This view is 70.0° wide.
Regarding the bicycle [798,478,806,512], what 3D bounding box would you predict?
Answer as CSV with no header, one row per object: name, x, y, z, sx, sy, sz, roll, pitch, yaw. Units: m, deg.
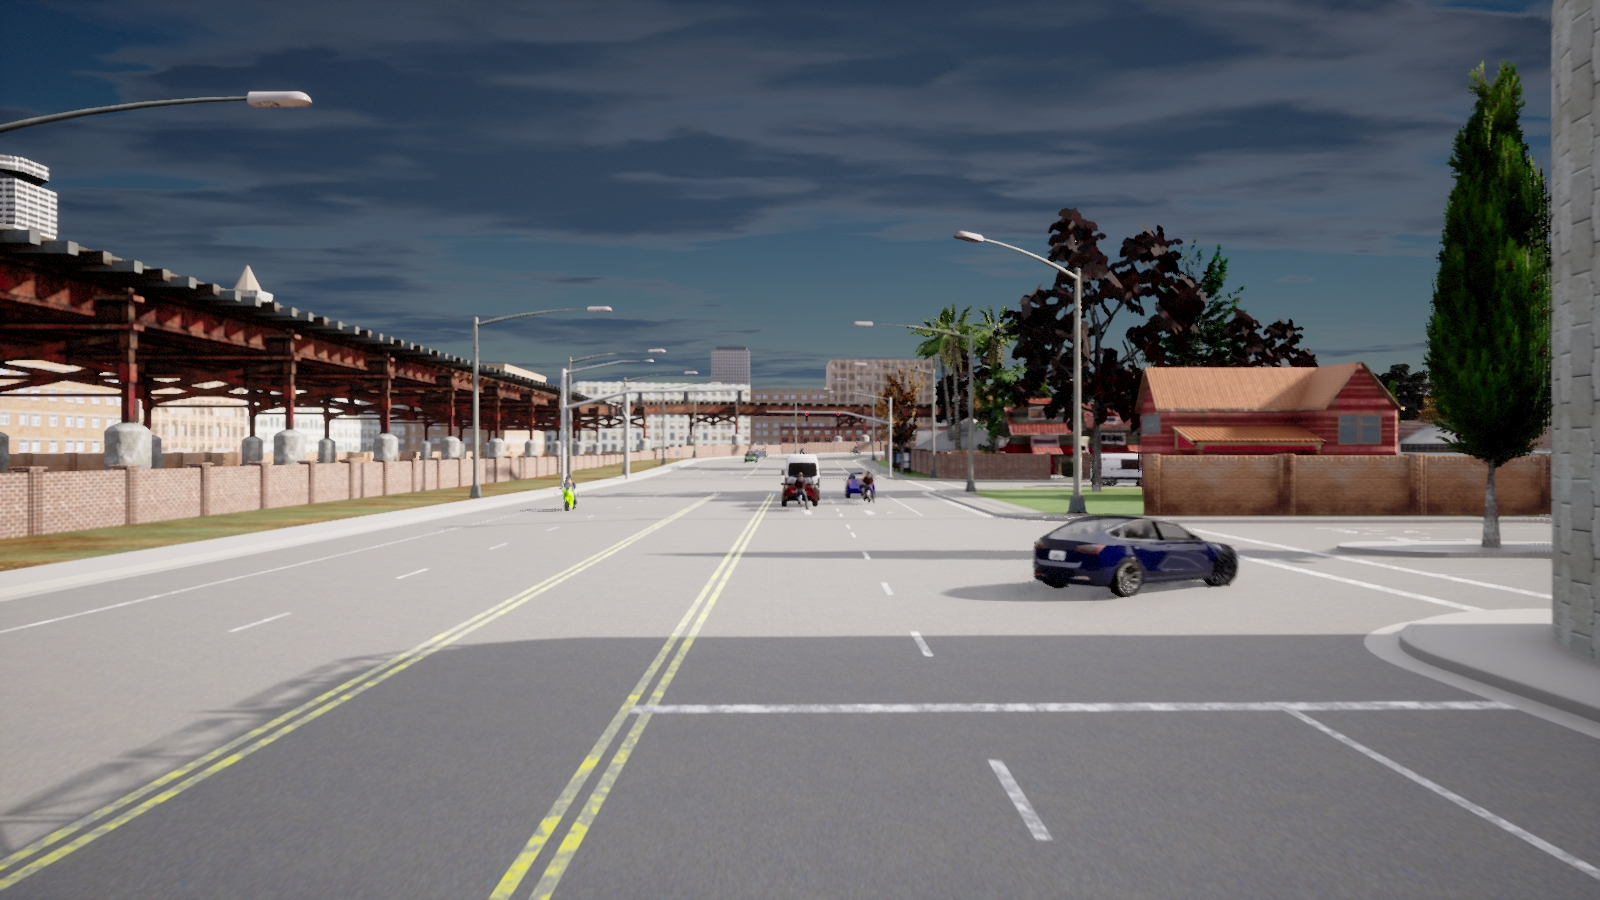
bicycle,0.071,2.040,52.411,0.329,1.496,1.835,-1,0,0

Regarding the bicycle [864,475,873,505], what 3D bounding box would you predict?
bicycle,3.531,2.042,58.694,0.329,1.496,1.835,0,0,0

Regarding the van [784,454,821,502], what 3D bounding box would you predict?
van,0.093,1.528,64.597,1.988,2.561,5.915,0,0,-1

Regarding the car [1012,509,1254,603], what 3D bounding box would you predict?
car,6.804,2.060,23.186,4.792,1.488,2.163,0,0,-35

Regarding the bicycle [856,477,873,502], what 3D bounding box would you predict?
bicycle,3.522,2.139,62.323,0.859,1.301,1.487,0,0,-1

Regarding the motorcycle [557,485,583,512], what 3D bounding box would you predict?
motorcycle,-10.476,2.207,52.131,0.803,1.145,2.033,0,0,0

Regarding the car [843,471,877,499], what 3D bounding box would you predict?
car,3.492,2.031,66.918,1.845,1.501,3.633,0,0,0

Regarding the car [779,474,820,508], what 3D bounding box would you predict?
car,-0.016,2.034,57.617,2.007,1.525,4.514,0,0,0
